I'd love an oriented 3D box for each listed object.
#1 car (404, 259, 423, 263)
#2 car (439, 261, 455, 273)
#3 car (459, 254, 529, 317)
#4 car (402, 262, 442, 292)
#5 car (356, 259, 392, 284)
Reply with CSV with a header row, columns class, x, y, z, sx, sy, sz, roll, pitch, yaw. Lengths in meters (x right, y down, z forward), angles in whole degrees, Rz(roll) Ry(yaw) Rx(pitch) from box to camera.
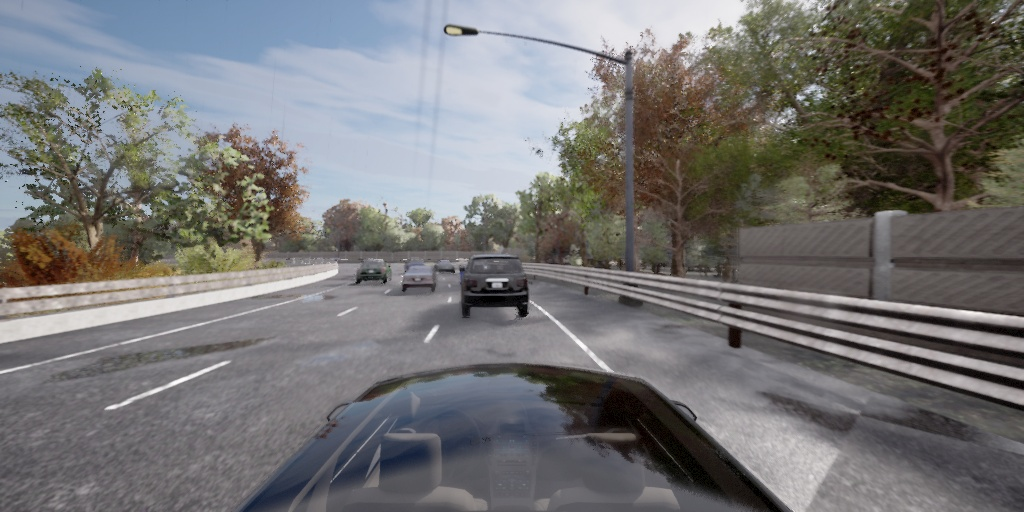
class,x,y,z,sx,sy,sz,roll,pitch,yaw
car,-11.104,1.080,40.875,2.097,1.767,4.553,0,0,-21
car,-8.151,1.278,42.687,1.994,1.385,4.181,0,0,-22
car,-0.759,0.956,13.269,2.150,2.045,5.566,0,0,-7
car,-5.435,1.286,21.409,2.033,1.411,5.357,0,0,-11
car,-10.366,1.099,27.216,2.097,1.767,4.553,0,0,-14
